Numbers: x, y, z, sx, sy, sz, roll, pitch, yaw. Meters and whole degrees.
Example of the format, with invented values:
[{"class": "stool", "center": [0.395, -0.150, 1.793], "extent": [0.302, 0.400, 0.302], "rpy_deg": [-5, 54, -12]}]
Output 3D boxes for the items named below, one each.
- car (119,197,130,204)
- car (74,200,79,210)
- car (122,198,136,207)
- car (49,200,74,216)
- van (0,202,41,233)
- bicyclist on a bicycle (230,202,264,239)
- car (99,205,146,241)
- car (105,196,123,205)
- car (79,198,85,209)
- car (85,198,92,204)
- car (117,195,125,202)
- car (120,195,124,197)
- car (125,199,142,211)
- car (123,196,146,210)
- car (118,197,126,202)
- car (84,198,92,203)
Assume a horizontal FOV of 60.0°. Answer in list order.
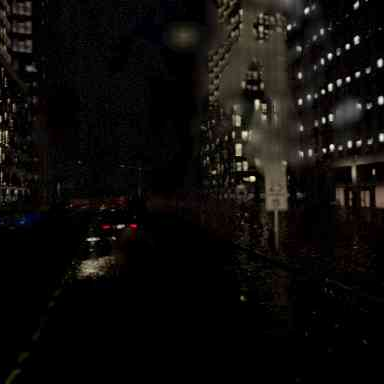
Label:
[{"class": "car", "center": [-14.511, 1.849, 71.273], "extent": [2.008, 1.369, 4.403], "rpy_deg": [-1, 0, -14]}, {"class": "car", "center": [-15.994, 1.865, 42.373], "extent": [2.008, 1.369, 4.403], "rpy_deg": [-1, 0, -14]}, {"class": "car", "center": [-10.520, 1.786, 55.142], "extent": [1.947, 1.339, 4.313], "rpy_deg": [-1, 0, -14]}, {"class": "car", "center": [-14.664, 1.854, 36.996], "extent": [1.947, 1.339, 4.313], "rpy_deg": [-1, 0, -14]}, {"class": "van", "center": [-10.677, 1.548, 20.865], "extent": [1.690, 1.788, 3.998], "rpy_deg": [-1, 0, -14]}, {"class": "bicyclist on a bicycle", "center": [2.457, 1.264, 14.898], "extent": [1.656, 1.620, 0.582], "rpy_deg": [-1, 0, -14]}, {"class": "car", "center": [-3.853, 1.628, 17.402], "extent": [2.033, 1.411, 5.357], "rpy_deg": [-1, 0, -14]}, {"class": "car", "center": [-11.125, 1.705, 46.767], "extent": [1.882, 1.535, 5.008], "rpy_deg": [-1, 0, -14]}, {"class": "car", "center": [-18.654, 1.949, 53.128], "extent": [1.802, 1.307, 4.206], "rpy_deg": [-1, 0, -14]}, {"class": "car", "center": [-23.974, 2.054, 74.637], "extent": [1.802, 1.307, 4.206], "rpy_deg": [-1, 0, -14]}, {"class": "car", "center": [-19.835, 1.718, 92.782], "extent": [2.192, 1.841, 5.009], "rpy_deg": [-1, 0, -14]}, {"class": "car", "center": [-9.194, 1.508, 49.765], "extent": [2.192, 1.841, 5.009], "rpy_deg": [-1, 0, -14]}, {"class": "car", "center": [-7.861, 1.712, 44.386], "extent": [1.887, 1.381, 4.507], "rpy_deg": [-1, 0, -14]}, {"class": "car", "center": [-6.534, 1.455, 39.010], "extent": [2.192, 1.841, 5.009], "rpy_deg": [-1, 0, -14]}, {"class": "car", "center": [-18.501, 1.943, 87.404], "extent": [1.947, 1.339, 4.313], "rpy_deg": [-1, 0, -14]}, {"class": "car", "center": [-26.634, 2.107, 85.391], "extent": [1.802, 1.307, 4.206], "rpy_deg": [-1, 0, -14]}]
